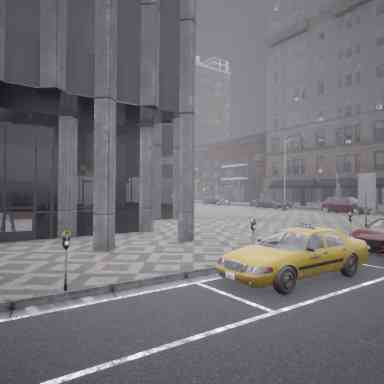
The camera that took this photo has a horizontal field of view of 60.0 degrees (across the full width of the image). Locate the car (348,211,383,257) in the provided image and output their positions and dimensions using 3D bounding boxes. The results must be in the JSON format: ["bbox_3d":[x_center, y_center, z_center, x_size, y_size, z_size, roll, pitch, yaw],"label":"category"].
[{"bbox_3d":[7.520,1.547,12.121,4.507,1.381,1.887,0,1,-36],"label":"car"}]

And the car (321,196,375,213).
[{"bbox_3d":[14.578,1.198,31.177,2.097,1.767,4.553,1,0,-35],"label":"car"}]

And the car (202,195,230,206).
[{"bbox_3d":[3.391,1.161,47.060,2.128,1.511,4.902,1,0,-35],"label":"car"}]

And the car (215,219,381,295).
[{"bbox_3d":[2.803,1.527,8.755,4.829,1.417,1.752,0,1,-36],"label":"car"}]

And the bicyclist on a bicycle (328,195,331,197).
[{"bbox_3d":[16.342,1.159,39.501,1.656,1.620,0.582,0,0,-35],"label":"bicyclist on a bicycle"}]

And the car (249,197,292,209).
[{"bbox_3d":[9.065,1.307,38.992,2.033,1.411,5.357,1,0,-36],"label":"car"}]
